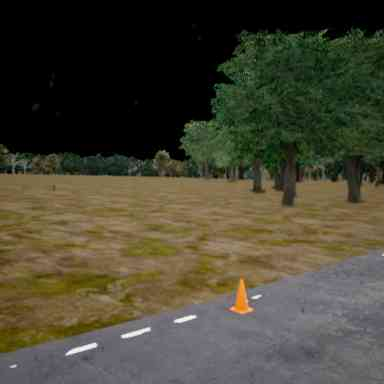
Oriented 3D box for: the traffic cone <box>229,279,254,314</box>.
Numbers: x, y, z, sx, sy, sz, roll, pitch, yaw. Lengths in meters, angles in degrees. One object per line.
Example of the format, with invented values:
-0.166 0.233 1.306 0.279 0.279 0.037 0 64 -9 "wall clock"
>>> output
0.945 1.949 6.321 0.340 0.580 0.340 0 0 -39 "traffic cone"
